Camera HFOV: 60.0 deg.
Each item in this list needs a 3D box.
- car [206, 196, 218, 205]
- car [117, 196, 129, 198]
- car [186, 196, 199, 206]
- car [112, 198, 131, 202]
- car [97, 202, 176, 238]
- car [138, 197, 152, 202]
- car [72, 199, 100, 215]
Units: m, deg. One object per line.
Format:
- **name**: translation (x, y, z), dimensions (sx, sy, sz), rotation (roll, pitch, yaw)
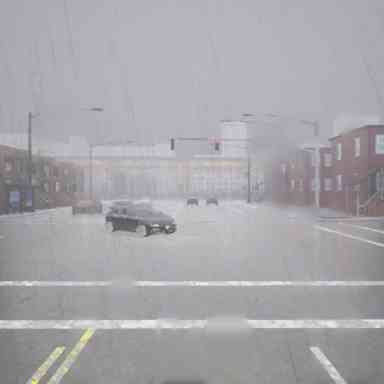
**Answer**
- **car**: translation (3.481, 1.505, 58.461), dimensions (1.837, 1.490, 4.892), rotation (0, 0, 0)
- **car**: translation (-10.603, 1.352, 50.253), dimensions (2.097, 1.767, 4.553), rotation (0, 0, 0)
- **car**: translation (0.085, 1.478, 56.346), dimensions (1.882, 1.535, 5.008), rotation (0, 0, 0)
- **car**: translation (-7.107, 1.601, 33.639), dimensions (1.895, 1.301, 4.718), rotation (0, 0, 0)
- **car**: translation (-2.918, 1.507, 17.985), dimensions (1.837, 1.490, 4.892), rotation (-3, 2, -45)
- **car**: translation (-7.097, 1.525, 50.467), dimensions (1.812, 1.442, 4.674), rotation (0, 0, 0)
- **car**: translation (-10.609, 1.478, 33.865), dimensions (1.882, 1.535, 5.008), rotation (0, 0, 0)
